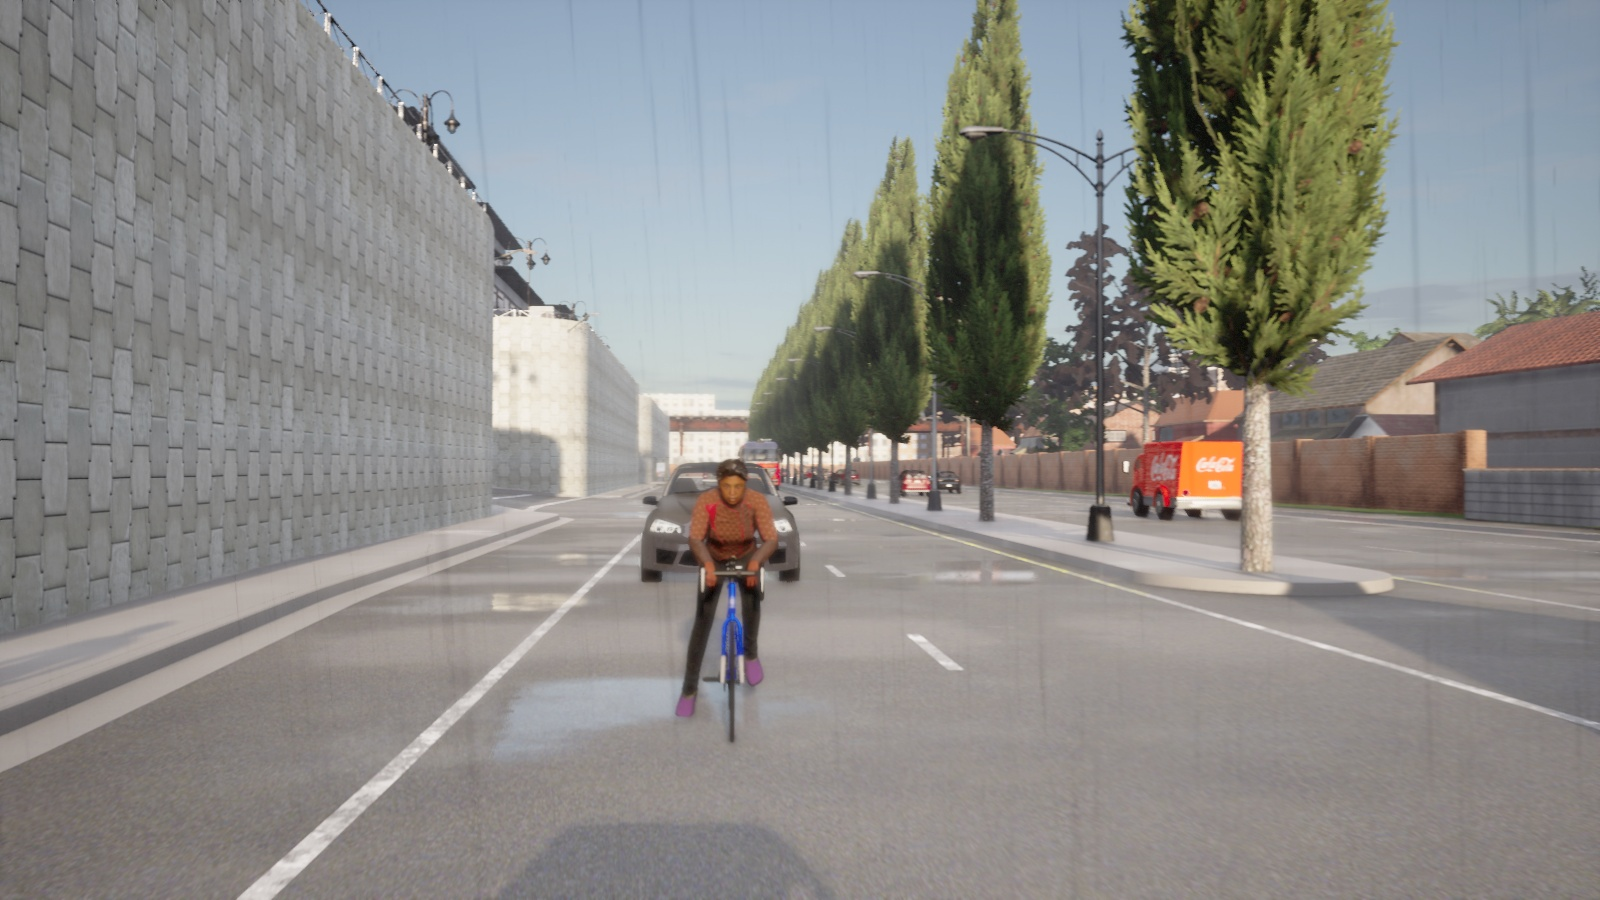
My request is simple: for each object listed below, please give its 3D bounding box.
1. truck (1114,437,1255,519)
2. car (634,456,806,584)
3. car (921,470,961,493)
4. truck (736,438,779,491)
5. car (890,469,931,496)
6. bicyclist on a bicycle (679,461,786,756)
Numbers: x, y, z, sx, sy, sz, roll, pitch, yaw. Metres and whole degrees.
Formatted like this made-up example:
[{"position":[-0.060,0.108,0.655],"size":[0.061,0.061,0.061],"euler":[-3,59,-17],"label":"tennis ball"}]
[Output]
[{"position":[12.240,0.877,40.451],"size":[2.627,2.467,5.204],"euler":[0,-1,-4],"label":"truck"},{"position":[-1.214,0.947,18.749],"size":[2.242,1.667,4.611],"euler":[0,-1,-4],"label":"car"},{"position":[9.196,2.026,82.181],"size":[1.816,1.474,4.193],"euler":[0,-1,-4],"label":"car"},{"position":[-3.257,1.103,94.757],"size":[2.891,3.827,8.468],"euler":[0,-1,-4],"label":"truck"},{"position":[6.370,1.864,72.823],"size":[1.789,1.549,3.705],"euler":[0,-1,-4],"label":"car"},{"position":[-0.426,0.885,7.755],"size":[0.582,1.620,1.656],"euler":[0,-1,-4],"label":"bicyclist on a bicycle"}]
